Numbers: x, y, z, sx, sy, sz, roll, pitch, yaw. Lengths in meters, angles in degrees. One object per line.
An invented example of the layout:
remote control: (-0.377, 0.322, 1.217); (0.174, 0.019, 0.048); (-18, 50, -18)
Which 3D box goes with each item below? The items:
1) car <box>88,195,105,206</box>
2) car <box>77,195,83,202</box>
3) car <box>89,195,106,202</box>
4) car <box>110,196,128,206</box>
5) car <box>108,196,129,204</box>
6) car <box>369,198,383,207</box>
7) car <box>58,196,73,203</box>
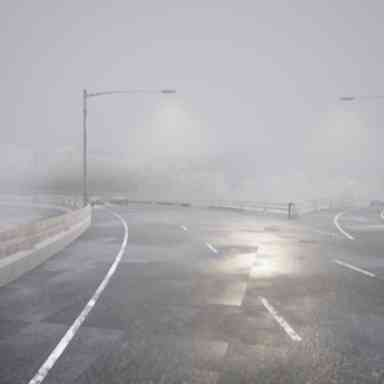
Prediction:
car: (-15.971, 1.529, 54.722); (1.812, 1.442, 4.674); (0, 0, -31)
car: (-22.111, 1.367, 69.229); (2.097, 1.767, 4.553); (0, 0, -40)
car: (-20.787, 1.385, 73.093); (1.994, 1.385, 4.181); (0, 0, -43)
car: (-12.191, 1.465, 55.233); (1.882, 1.535, 5.008); (0, 0, -31)
car: (-14.472, 1.479, 65.078); (2.128, 1.511, 4.902); (0, 0, -38)
car: (29.521, 1.653, 52.901); (1.812, 1.442, 4.674); (0, -2, 34)
car: (-25.939, 1.553, 68.346); (1.812, 1.442, 4.674); (0, 0, -43)
